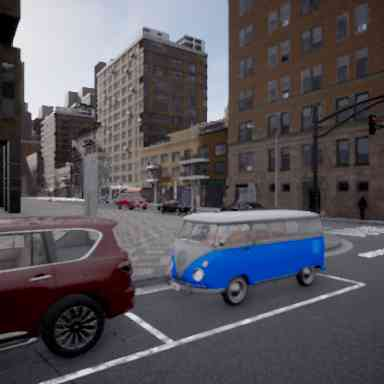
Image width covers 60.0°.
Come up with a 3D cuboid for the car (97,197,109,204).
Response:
[{"bbox_3d":[-16.344,1.505,59.349,1.895,1.301,4.718,0,0,-35],"label":"car"}]

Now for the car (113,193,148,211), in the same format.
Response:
[{"bbox_3d":[-7.438,1.171,41.015,2.150,2.045,5.566,0,0,-35],"label":"car"}]

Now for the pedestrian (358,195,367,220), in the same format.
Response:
[{"bbox_3d":[12.127,1.086,23.641,0.375,1.860,0.375,0,0,-35],"label":"pedestrian"}]

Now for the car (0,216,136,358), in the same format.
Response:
[{"bbox_3d":[-3.203,1.315,4.481,5.009,1.841,2.192,0,0,-36],"label":"car"}]

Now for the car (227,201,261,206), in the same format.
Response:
[{"bbox_3d":[4.157,1.429,24.202,1.882,1.535,5.008,0,0,-34],"label":"car"}]

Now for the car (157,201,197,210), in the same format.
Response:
[{"bbox_3d":[-1.471,1.552,32.360,1.895,1.301,4.718,0,0,-35],"label":"car"}]

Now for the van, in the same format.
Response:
[{"bbox_3d":[1.389,1.336,7.758,3.998,1.788,1.690,0,0,-36],"label":"van"}]
